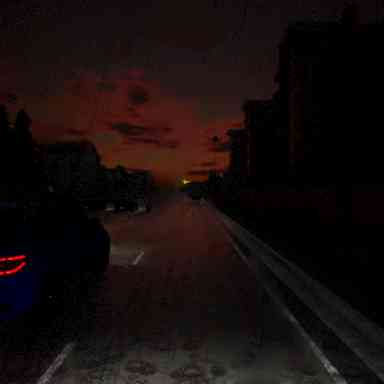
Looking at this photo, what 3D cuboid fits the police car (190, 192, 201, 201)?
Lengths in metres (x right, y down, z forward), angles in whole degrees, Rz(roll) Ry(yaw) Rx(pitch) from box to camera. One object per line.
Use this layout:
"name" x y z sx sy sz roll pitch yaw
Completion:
"police car" 0.987 1.059 72.375 1.930 1.638 5.238 0 0 0

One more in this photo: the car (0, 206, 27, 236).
"car" -10.415 1.478 16.903 1.994 1.385 4.181 0 0 0

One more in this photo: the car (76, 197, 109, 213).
"car" -10.430 1.312 35.289 2.128 1.511 4.902 0 0 0

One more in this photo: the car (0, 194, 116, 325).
"car" -3.406 1.185 7.142 2.150 2.045 5.566 0 0 0

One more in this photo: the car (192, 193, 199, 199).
"car" 0.974 1.031 88.265 1.882 1.535 5.008 0 0 0

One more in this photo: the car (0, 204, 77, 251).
"car" -6.913 1.402 14.799 1.882 1.535 5.008 0 0 0

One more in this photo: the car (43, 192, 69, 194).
"car" -13.725 1.046 34.505 2.150 2.045 5.566 0 0 2

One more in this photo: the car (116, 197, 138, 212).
"car" -6.931 1.313 35.283 2.128 1.511 4.902 0 0 0

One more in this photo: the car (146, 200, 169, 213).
"car" -3.429 1.429 33.812 1.895 1.301 4.718 0 0 0
